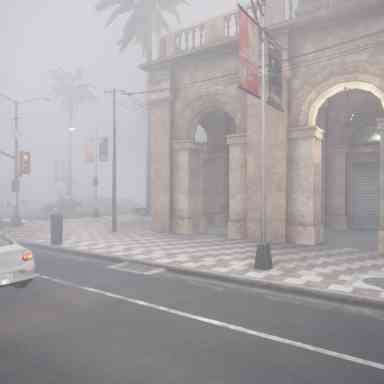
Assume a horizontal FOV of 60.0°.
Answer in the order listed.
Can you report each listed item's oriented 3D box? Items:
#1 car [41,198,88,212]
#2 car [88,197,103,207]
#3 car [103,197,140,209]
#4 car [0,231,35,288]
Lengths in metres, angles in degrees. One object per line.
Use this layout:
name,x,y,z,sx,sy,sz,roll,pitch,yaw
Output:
car,-14.866,1.505,38.300,1.837,1.490,4.892,0,0,36
car,-13.852,1.513,51.049,2.161,1.482,4.786,0,0,35
car,-9.469,1.601,45.844,1.895,1.301,4.718,0,0,36
car,-5.564,1.526,7.919,4.674,1.442,1.812,0,0,36
